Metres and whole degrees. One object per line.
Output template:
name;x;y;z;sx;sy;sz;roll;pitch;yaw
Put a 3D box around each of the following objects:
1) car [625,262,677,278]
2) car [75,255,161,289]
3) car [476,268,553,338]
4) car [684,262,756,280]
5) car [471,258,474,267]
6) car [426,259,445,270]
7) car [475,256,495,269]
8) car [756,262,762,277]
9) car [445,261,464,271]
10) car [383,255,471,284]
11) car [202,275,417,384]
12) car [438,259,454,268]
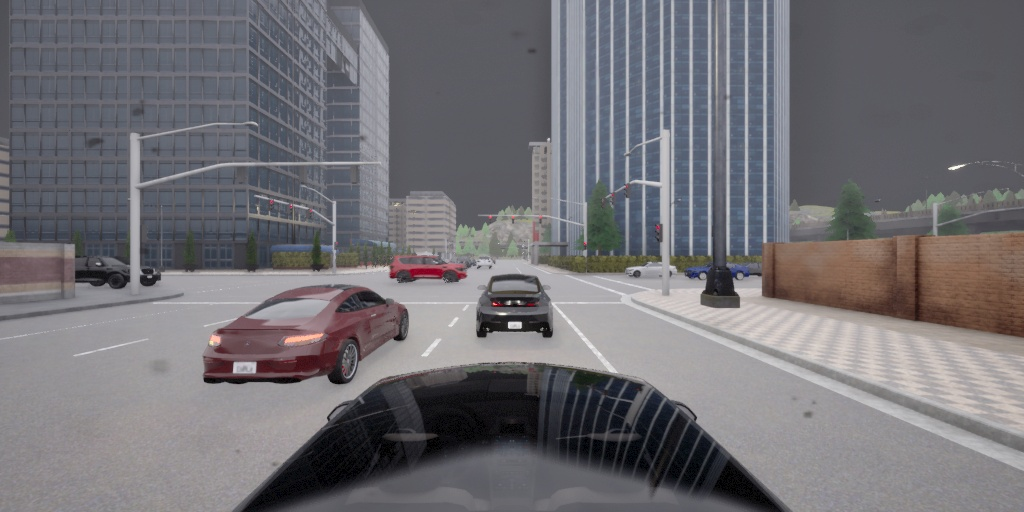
car;13.026;1.276;33.681;4.674;1.442;1.812;0;0;1
car;-25.666;0.972;22.641;5.566;2.045;2.150;0;0;-1
car;0.064;1.255;10.192;1.837;1.490;4.892;0;0;0
car;17.209;1.228;30.237;5.008;1.535;1.882;0;0;-1
car;-8.051;0.971;59.403;2.150;2.045;5.566;0;0;-1
car;-11.474;1.227;53.794;1.882;1.535;5.008;0;0;-1
car;-4.357;0.971;58.346;2.150;2.045;5.566;0;0;-1
car;22.613;1.297;33.786;5.357;1.411;2.033;0;0;-1
car;-7.913;1.351;49.609;1.895;1.301;4.718;0;0;-1
car;-6.131;0.972;26.323;5.566;2.045;2.150;0;0;-1
car;-3.438;1.276;6.926;1.812;1.442;4.674;0;0;0
car;-11.597;1.227;63.424;1.882;1.535;5.008;0;0;0
